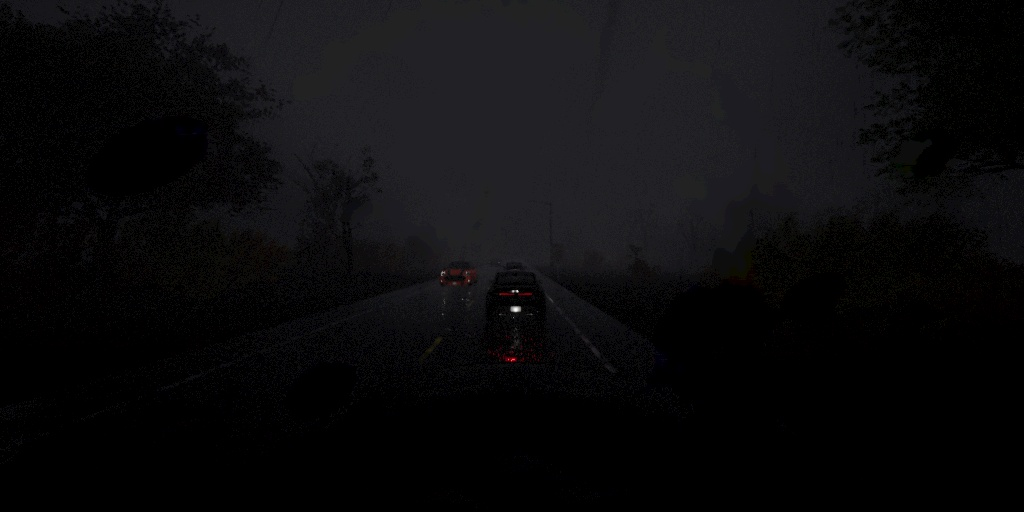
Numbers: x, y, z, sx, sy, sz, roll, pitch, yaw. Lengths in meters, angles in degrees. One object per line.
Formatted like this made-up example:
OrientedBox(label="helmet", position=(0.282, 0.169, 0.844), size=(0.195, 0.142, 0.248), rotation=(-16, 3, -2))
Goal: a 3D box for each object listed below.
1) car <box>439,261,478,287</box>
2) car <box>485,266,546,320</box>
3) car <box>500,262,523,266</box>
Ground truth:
OrientedBox(label="car", position=(-3.546, 1.107, 24.458), size=(2.097, 1.767, 4.553), rotation=(0, 0, 0))
OrientedBox(label="car", position=(0.113, 1.258, 12.582), size=(1.837, 1.490, 4.892), rotation=(0, 0, 0))
OrientedBox(label="car", position=(0.184, 1.262, 30.716), size=(1.837, 1.490, 4.892), rotation=(0, 0, 0))
